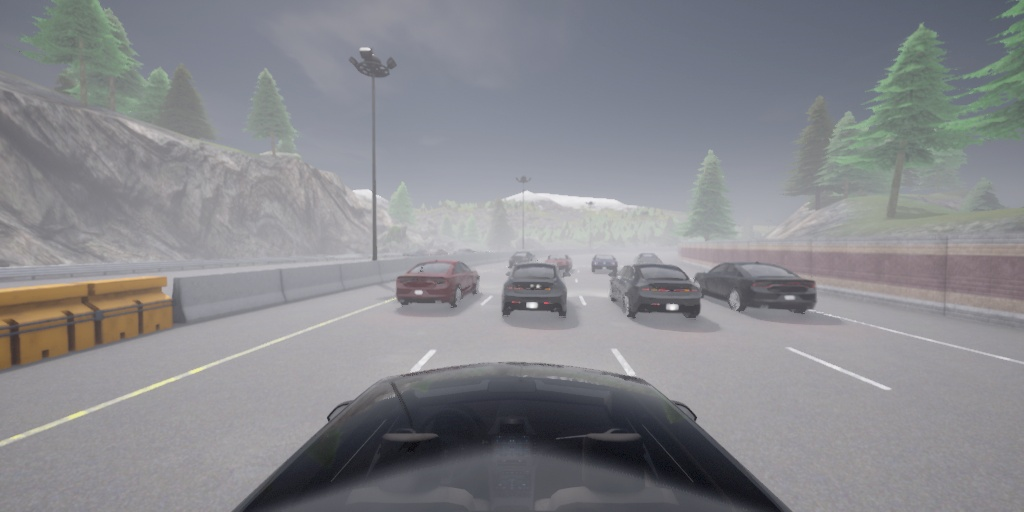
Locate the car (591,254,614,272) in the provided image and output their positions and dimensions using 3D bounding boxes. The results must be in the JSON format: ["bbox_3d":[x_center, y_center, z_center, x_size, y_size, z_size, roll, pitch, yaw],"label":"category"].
[{"bbox_3d":[7.284,0.521,28.423,1.895,1.301,4.718,1,2,13],"label":"car"}]

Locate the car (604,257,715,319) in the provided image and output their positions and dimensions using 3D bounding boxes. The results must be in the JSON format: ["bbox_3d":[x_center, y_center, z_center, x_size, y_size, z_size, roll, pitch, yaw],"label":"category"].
[{"bbox_3d":[4.316,0.958,11.431,1.837,1.490,4.892,0,2,7],"label":"car"}]

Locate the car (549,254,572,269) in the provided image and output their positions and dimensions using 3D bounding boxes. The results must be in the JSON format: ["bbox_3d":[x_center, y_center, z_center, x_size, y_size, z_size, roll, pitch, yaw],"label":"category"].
[{"bbox_3d":[3.822,0.495,28.971,1.895,1.301,4.718,1,2,13],"label":"car"}]

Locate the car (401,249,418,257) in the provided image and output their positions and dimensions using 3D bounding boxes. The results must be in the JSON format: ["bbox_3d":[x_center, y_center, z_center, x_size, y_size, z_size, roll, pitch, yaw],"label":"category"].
[{"bbox_3d":[-14.290,-0.404,53.969,2.033,1.411,5.357,1,2,21],"label":"car"}]

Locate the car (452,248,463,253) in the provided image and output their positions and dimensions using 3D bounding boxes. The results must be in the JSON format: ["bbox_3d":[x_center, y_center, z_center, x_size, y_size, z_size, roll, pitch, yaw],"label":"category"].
[{"bbox_3d":[-7.192,-0.389,52.849,1.837,1.490,4.892,1,1,21],"label":"car"}]

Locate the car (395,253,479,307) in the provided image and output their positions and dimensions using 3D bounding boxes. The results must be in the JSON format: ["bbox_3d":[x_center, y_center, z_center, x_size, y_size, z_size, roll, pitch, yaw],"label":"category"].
[{"bbox_3d":[-2.514,0.854,13.242,1.882,1.535,5.008,0,2,7],"label":"car"}]

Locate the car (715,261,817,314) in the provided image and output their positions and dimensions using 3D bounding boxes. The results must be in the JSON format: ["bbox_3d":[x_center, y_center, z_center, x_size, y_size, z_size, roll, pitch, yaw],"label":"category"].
[{"bbox_3d":[7.949,0.912,12.320,1.882,1.535,5.008,0,2,7],"label":"car"}]

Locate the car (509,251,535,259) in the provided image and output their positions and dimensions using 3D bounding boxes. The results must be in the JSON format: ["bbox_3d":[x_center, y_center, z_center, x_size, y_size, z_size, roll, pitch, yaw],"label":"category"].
[{"bbox_3d":[1.015,0.312,32.090,1.812,1.442,4.674,1,2,14],"label":"car"}]

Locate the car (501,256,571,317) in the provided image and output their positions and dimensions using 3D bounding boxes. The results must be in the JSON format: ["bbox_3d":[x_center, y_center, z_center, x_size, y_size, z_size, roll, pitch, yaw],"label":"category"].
[{"bbox_3d":[0.811,0.941,11.643,1.837,1.490,4.892,0,2,7],"label":"car"}]

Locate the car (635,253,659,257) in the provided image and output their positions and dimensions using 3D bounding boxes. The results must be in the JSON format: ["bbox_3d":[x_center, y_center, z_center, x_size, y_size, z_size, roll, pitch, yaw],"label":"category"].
[{"bbox_3d":[11.357,0.441,30.157,1.994,1.385,4.181,1,2,15],"label":"car"}]

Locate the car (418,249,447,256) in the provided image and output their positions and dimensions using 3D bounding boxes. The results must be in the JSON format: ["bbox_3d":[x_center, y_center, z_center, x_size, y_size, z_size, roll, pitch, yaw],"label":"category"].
[{"bbox_3d":[-11.136,-0.364,52.321,1.812,1.442,4.674,1,2,21],"label":"car"}]

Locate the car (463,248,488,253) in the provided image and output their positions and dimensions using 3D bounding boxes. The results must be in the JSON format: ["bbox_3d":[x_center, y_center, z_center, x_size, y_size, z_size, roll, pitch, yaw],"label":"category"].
[{"bbox_3d":[-4.538,-0.200,50.071,1.895,1.301,4.718,1,2,21],"label":"car"}]
